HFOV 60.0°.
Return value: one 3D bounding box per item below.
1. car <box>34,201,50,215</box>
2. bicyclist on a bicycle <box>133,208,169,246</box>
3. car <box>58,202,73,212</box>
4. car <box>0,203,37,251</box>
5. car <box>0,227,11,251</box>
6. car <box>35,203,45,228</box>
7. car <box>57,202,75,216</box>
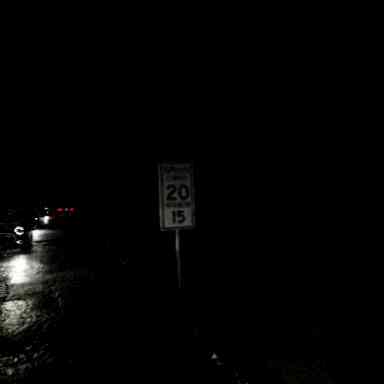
[{"bbox_3d":[-18.045,1.913,39.519,2.097,1.767,4.553,-2,0,-22],"label":"car"},{"bbox_3d":[-1.799,1.498,14.522,1.656,1.620,0.582,-3,0,-22],"label":"bicyclist on a bicycle"},{"bbox_3d":[-18.371,2.148,48.112,1.895,1.301,4.718,-2,0,-22],"label":"car"},{"bbox_3d":[-8.359,1.596,14.859,2.097,1.767,4.553,-2,0,-22],"label":"car"},{"bbox_3d":[-4.740,1.685,5.768,2.033,1.411,5.357,-2,0,-22],"label":"car"},{"bbox_3d":[-12.223,1.861,24.611,1.837,1.490,4.892,-2,1,-22],"label":"car"},{"bbox_3d":[-14.426,1.975,38.133,2.033,1.411,5.357,-2,0,-21],"label":"car"}]
